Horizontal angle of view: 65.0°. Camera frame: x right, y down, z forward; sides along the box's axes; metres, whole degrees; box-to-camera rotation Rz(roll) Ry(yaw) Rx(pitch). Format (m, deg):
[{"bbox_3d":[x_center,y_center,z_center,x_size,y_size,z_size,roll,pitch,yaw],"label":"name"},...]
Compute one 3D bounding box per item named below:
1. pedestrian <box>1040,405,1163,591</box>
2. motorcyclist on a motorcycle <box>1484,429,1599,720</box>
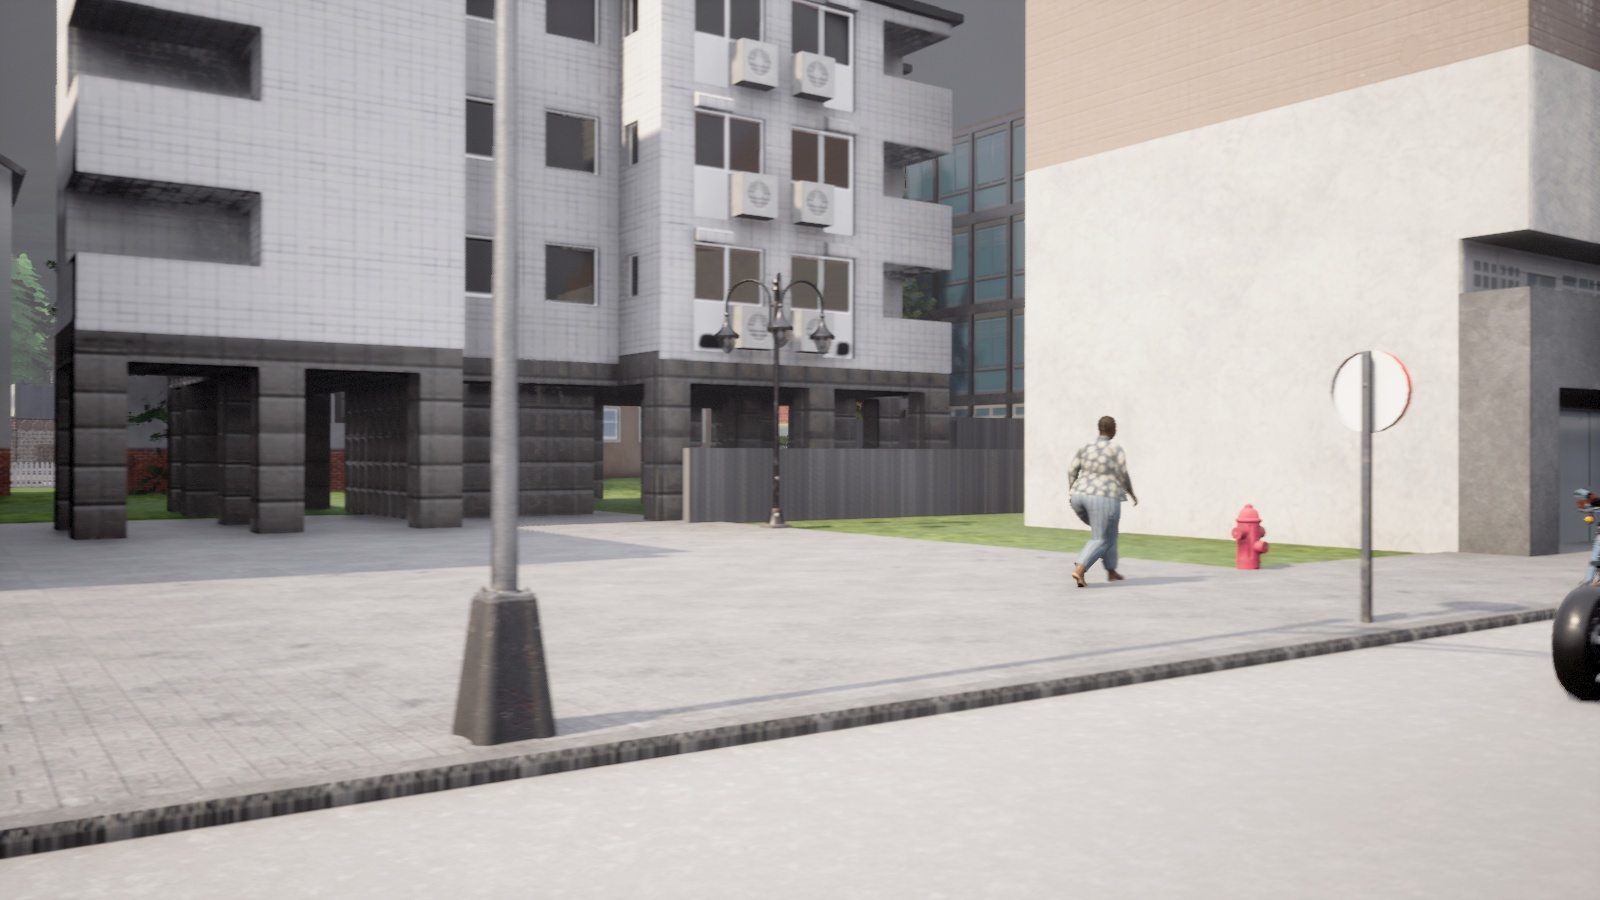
[{"bbox_3d":[3.159,0.480,13.185,0.900,1.855,0.874,0,0,-34],"label":"pedestrian"},{"bbox_3d":[5.349,0.703,7.991,2.350,1.649,0.766,0,0,-35],"label":"motorcyclist on a motorcycle"}]
